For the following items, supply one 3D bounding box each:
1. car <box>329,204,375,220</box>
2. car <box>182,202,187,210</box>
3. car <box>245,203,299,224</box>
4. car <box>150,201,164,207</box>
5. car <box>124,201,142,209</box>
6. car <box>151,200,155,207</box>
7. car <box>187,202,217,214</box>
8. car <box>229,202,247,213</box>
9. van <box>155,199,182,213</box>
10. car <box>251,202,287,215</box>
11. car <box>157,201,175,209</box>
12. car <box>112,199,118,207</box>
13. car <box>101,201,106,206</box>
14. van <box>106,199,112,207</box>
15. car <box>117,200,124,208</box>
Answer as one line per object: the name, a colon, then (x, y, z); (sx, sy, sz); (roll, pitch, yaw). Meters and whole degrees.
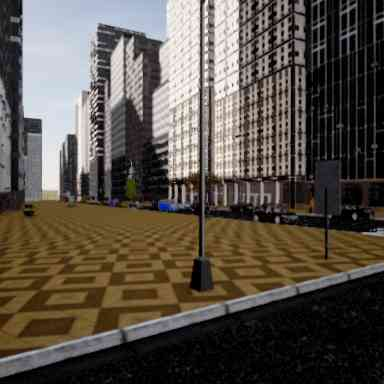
car: (14.007, 1.757, 29.771); (2.008, 1.369, 4.403); (-1, -1, -26)
car: (-0.811, 2.303, 54.529); (1.895, 1.301, 4.718); (0, -1, -25)
car: (6.455, 1.745, 26.140); (2.008, 1.369, 4.403); (-1, -1, -26)
car: (-7.924, 2.684, 75.392); (1.802, 1.307, 4.206); (-1, -1, -26)
car: (-10.604, 2.435, 61.623); (2.008, 1.369, 4.403); (-1, -1, -26)
car: (-5.412, 1.991, 57.060); (1.837, 1.490, 4.892); (0, -1, -26)
car: (1.494, 1.992, 42.480); (1.837, 1.490, 4.892); (0, -1, -26)
car: (6.697, 2.062, 44.978); (1.947, 1.339, 4.313); (-1, -1, -26)
van: (-3.297, 1.924, 46.419); (1.690, 1.788, 3.998); (-1, -1, -26)
car: (9.134, 1.965, 39.910); (1.947, 1.339, 4.313); (-1, -1, -26)
car: (-4.875, 2.432, 62.864); (1.994, 1.385, 4.181); (0, -1, -26)
car: (-15.478, 2.635, 71.761); (1.887, 1.381, 4.507); (-1, -1, -26)
car: (-22.788, 2.948, 86.967); (1.887, 1.381, 4.507); (-1, -1, -26)
van: (-17.918, 2.535, 76.831); (1.690, 1.788, 3.998); (-1, -1, -26)
car: (-12.968, 2.509, 66.539); (1.752, 1.417, 4.829); (-1, -1, -26)
